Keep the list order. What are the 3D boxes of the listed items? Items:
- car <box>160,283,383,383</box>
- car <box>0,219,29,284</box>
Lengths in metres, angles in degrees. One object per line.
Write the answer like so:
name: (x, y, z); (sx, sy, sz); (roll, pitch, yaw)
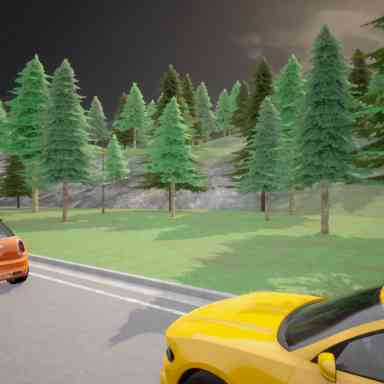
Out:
car: (1.990, 1.478, 2.571); (5.008, 1.535, 1.882); (0, 0, 35)
car: (-6.136, 1.352, 8.342); (4.553, 1.767, 2.097); (0, 0, 35)
